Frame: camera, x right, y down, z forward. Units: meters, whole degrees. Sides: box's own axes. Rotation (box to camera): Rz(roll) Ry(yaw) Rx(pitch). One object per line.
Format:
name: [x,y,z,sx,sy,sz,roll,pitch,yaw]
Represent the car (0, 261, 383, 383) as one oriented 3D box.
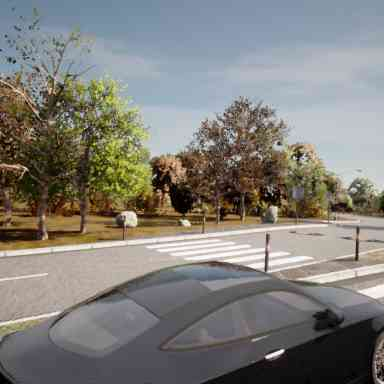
car: [0.428,1.529,3.643,4.674,1.442,1.812,0,0,-34]
